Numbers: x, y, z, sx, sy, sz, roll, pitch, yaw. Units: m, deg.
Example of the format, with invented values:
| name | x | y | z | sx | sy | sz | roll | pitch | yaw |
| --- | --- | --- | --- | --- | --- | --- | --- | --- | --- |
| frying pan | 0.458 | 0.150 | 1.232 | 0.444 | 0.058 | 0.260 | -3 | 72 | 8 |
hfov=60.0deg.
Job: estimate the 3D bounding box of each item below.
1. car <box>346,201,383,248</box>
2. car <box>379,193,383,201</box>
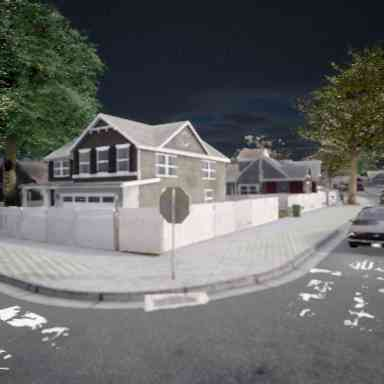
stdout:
| name | x | y | z | sx | sy | sz | roll | pitch | yaw |
| --- | --- | --- | --- | --- | --- | --- | --- | --- | --- |
| car | 7.302 | 1.267 | 12.851 | 2.033 | 1.411 | 5.357 | 0 | 1 | 33 |
| car | 22.570 | 0.708 | 38.039 | 1.812 | 1.442 | 4.674 | 0 | 1 | 28 |
